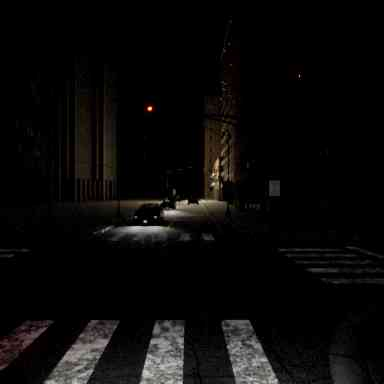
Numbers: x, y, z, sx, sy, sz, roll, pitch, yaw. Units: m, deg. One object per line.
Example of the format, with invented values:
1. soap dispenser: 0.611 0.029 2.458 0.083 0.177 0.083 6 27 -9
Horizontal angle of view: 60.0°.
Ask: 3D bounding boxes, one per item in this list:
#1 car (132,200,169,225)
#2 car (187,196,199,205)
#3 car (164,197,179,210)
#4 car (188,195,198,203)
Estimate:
1. car: -3.061 1.548 24.438 2.033 1.411 5.357 0 0 0
2. car: 0.196 1.525 57.937 1.812 1.442 4.674 0 0 0
3. car: -3.028 1.602 42.614 1.895 1.301 4.718 0 0 0
4. car: 0.208 1.476 67.846 1.882 1.535 5.008 0 0 0
